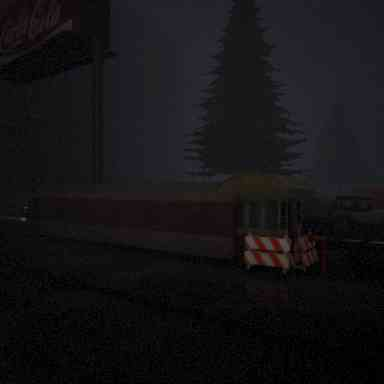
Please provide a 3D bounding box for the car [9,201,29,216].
[{"bbox_3d":[-14.172,1.352,31.426,2.097,1.767,4.553,0,0,35],"label":"car"}]

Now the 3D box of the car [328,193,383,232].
[{"bbox_3d":[9.282,1.149,17.621,3.866,1.878,1.905,0,0,35],"label":"car"}]

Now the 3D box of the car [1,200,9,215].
[{"bbox_3d":[-18.694,1.491,31.092,2.128,1.511,4.902,0,0,35],"label":"car"}]

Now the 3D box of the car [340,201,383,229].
[{"bbox_3d":[11.219,1.338,19.680,4.193,1.474,1.816,0,0,35],"label":"car"}]
